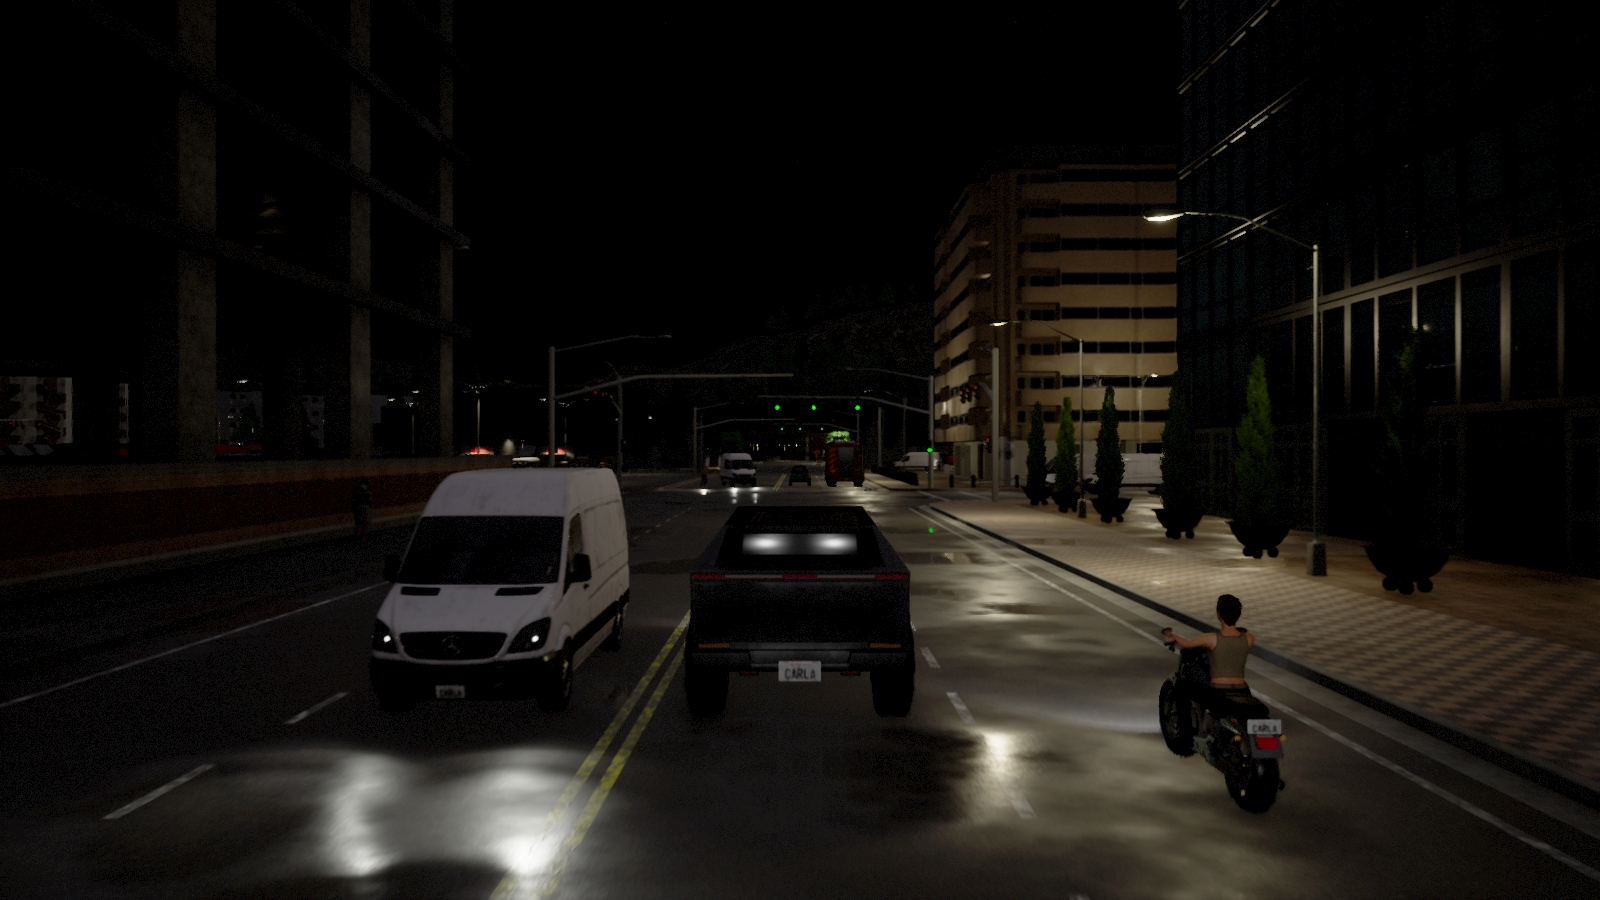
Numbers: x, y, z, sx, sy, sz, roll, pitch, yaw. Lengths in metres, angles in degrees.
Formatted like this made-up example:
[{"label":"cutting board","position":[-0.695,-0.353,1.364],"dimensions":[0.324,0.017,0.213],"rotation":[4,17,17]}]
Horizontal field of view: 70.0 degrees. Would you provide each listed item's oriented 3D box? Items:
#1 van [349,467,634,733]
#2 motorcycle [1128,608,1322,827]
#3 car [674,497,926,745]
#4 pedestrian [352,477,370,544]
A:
[{"label":"van","position":[-3.498,1.535,14.327],"dimensions":[1.988,2.561,5.915],"rotation":[0,0,0]},{"label":"motorcycle","position":[3.500,2.155,9.682],"dimensions":[0.764,1.307,2.356],"rotation":[0,0,0]},{"label":"car","position":[-0.002,1.754,13.986],"dimensions":[2.390,2.098,6.274],"rotation":[0,0,0]},{"label":"pedestrian","position":[-12.416,1.698,32.310],"dimensions":[0.375,1.860,0.375],"rotation":[0,0,3]}]
